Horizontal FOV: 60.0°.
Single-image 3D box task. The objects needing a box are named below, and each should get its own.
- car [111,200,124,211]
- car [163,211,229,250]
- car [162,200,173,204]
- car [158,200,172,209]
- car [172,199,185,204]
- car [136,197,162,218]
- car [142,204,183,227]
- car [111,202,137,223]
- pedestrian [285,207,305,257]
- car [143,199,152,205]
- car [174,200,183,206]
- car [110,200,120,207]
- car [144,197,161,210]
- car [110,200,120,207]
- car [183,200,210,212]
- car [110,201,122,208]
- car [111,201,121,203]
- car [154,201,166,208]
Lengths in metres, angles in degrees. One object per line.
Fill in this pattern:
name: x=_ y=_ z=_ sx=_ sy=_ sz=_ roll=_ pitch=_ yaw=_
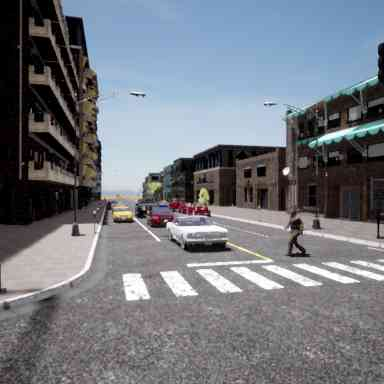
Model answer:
car: x=-11.617 y=2.060 z=51.665 sx=1.967 sy=1.590 sz=4.097 roll=-1 pitch=-1 yaw=-14
car: x=0.115 y=1.773 z=15.423 sx=1.895 sy=1.301 sz=4.718 roll=0 pitch=-1 yaw=-14
car: x=-4.271 y=2.111 z=46.022 sx=1.994 sy=1.385 sz=4.181 roll=0 pitch=-1 yaw=-14
car: x=-4.889 y=2.236 z=59.341 sx=1.752 sy=1.417 sz=4.829 roll=-1 pitch=-1 yaw=-14
car: x=-2.100 y=1.887 z=48.162 sx=2.192 sy=1.841 sz=5.009 roll=-1 pitch=-1 yaw=-14
car: x=-4.876 y=1.639 z=35.483 sx=2.150 sy=2.045 sz=5.566 roll=0 pitch=-1 yaw=-13
car: x=-2.328 y=1.855 z=25.177 sx=1.994 sy=1.385 sz=4.181 roll=0 pitch=-1 yaw=-15
car: x=-6.141 y=1.870 z=29.451 sx=1.752 sy=1.417 sz=4.829 roll=-1 pitch=-1 yaw=-14
pedestrian: x=3.748 y=1.425 z=12.148 sx=0.375 sy=1.860 sz=0.375 roll=-1 pitch=0 yaw=-14
car: x=-11.763 y=2.583 z=86.880 sx=1.752 sy=1.417 sz=4.829 roll=-1 pitch=-1 yaw=-14
car: x=-0.722 y=2.085 z=42.651 sx=1.802 sy=1.307 sz=4.206 roll=-1 pitch=-1 yaw=-14
car: x=-17.110 y=2.447 z=73.698 sx=2.008 sy=1.369 sz=4.403 roll=-1 pitch=-1 yaw=-14
car: x=-6.729 y=1.888 z=55.649 sx=2.150 sy=2.045 sz=5.566 roll=0 pitch=-1 yaw=-14
car: x=-15.735 y=2.372 z=68.189 sx=1.887 sy=1.381 sz=4.507 roll=-1 pitch=-1 yaw=-14
car: x=0.671 y=1.875 z=37.151 sx=1.967 sy=1.590 sz=4.097 roll=-1 pitch=-1 yaw=-14
car: x=-14.360 y=2.324 z=62.681 sx=1.947 sy=1.339 sz=4.313 roll=-1 pitch=-1 yaw=-14
car: x=-7.505 y=1.966 z=35.136 sx=2.008 sy=1.369 sz=4.403 roll=-1 pitch=-1 yaw=-14
car: x=-6.222 y=2.360 z=64.683 sx=1.802 sy=1.307 sz=4.206 roll=-1 pitch=-1 yaw=-14
